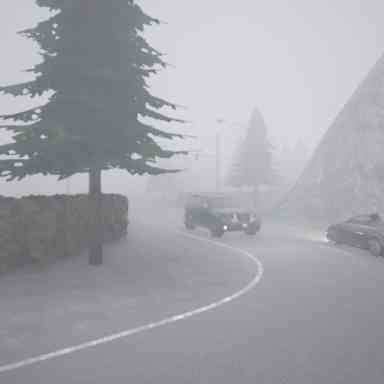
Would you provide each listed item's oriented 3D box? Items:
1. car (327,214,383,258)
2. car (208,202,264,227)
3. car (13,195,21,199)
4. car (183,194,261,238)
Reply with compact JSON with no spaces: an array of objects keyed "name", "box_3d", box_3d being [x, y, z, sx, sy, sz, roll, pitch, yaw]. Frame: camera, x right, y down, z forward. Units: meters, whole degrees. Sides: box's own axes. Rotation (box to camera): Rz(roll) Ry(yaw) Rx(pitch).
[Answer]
[{"name":"car","box_3d":[6.908,1.506,12.620,1.994,1.385,4.181,0,0,-5]},{"name":"car","box_3d":[2.948,1.488,23.064,1.994,1.385,4.181,0,0,-23]},{"name":"car","box_3d":[-36.888,1.288,69.721,1.845,1.501,3.633,0,0,-24]},{"name":"car","box_3d":[1.352,1.166,17.735,2.150,2.045,5.566,0,0,-23]}]
